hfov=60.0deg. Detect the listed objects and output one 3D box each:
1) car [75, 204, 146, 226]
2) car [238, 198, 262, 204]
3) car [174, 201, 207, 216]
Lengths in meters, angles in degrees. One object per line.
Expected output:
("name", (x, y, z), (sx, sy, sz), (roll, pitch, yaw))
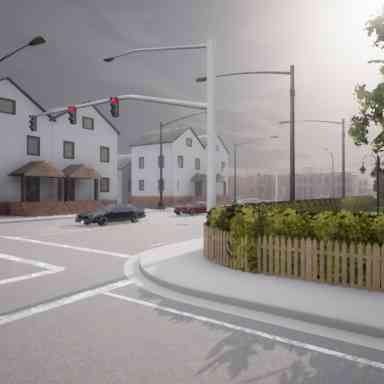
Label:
("car", (-5.612, 1.547, 23.781), (2.033, 1.411, 5.357), (0, 0, 35))
("car", (7.562, 1.505, 42.859), (1.837, 1.490, 4.892), (0, 0, 35))
("car", (0.244, 1.601, 32.274), (1.895, 1.301, 4.718), (0, 0, 35))
